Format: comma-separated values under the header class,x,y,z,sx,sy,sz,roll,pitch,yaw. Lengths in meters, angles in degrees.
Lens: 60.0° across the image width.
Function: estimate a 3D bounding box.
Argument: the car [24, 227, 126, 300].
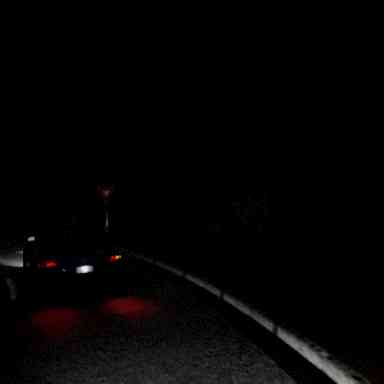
class,x,y,z,sx,sy,sz,roll,pitch,yaw
car,-3.219,1.600,8.716,1.994,1.385,4.181,0,0,-29
